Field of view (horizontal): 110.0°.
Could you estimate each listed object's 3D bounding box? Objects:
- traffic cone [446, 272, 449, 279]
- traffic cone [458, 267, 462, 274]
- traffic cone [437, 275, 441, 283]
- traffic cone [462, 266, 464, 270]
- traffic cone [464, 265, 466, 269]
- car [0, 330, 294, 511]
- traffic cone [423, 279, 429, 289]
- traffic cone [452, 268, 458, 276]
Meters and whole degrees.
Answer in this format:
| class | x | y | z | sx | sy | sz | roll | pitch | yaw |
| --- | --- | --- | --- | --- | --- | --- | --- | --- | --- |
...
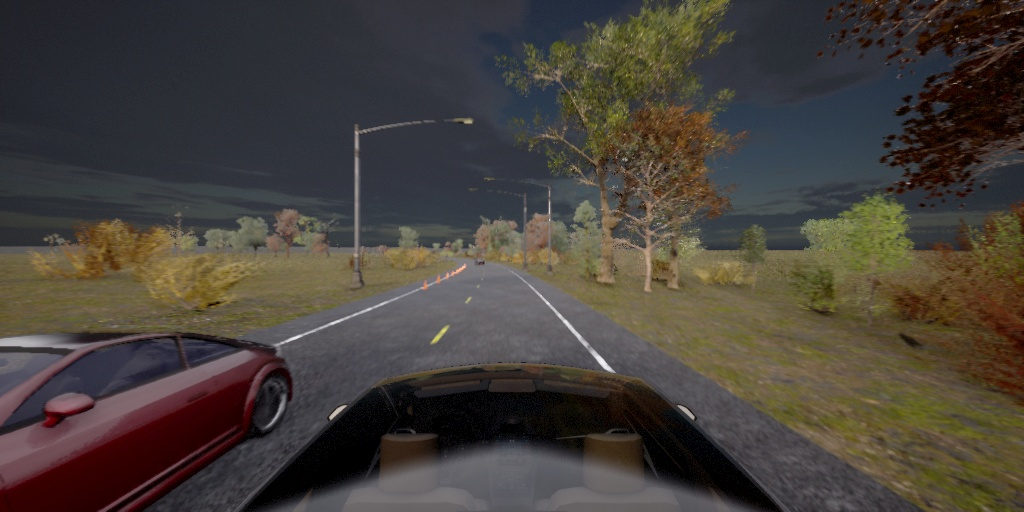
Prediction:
| class | x | y | z | sx | sy | sz | roll | pitch | yaw |
| --- | --- | --- | --- | --- | --- | --- | --- | --- | --- |
| traffic cone | -5.782 | 1.747 | 32.034 | 0.340 | 0.580 | 0.340 | 0 | 0 | -3 |
| traffic cone | -6.389 | 1.752 | 41.970 | 0.340 | 0.580 | 0.340 | 0 | 0 | -4 |
| traffic cone | -5.537 | 1.745 | 27.064 | 0.340 | 0.580 | 0.340 | 0 | 0 | -3 |
| traffic cone | -6.752 | 1.753 | 46.933 | 0.340 | 0.580 | 0.340 | 0 | 0 | -4 |
| traffic cone | -7.154 | 1.753 | 51.893 | 0.340 | 0.580 | 0.340 | 0 | 0 | -5 |
| car | -3.629 | 1.316 | 2.630 | 1.994 | 1.385 | 4.181 | 0 | 0 | 0 |
| traffic cone | -5.331 | 1.741 | 22.091 | 0.340 | 0.580 | 0.340 | 0 | 0 | -2 |
| traffic cone | -6.067 | 1.750 | 37.003 | 0.340 | 0.580 | 0.340 | 0 | 0 | -4 |
